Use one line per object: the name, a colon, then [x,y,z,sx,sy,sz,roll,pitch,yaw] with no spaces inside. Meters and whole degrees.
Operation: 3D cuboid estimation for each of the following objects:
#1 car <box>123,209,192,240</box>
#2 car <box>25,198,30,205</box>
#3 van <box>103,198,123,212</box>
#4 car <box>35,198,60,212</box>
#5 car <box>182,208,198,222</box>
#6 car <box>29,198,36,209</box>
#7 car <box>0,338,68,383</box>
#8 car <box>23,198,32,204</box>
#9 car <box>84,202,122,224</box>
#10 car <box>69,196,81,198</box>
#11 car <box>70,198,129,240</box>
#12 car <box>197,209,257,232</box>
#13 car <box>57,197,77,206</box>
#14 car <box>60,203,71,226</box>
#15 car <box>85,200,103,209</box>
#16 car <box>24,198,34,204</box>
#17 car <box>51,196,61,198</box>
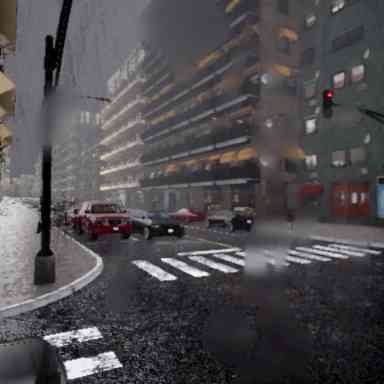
car: [-2.022,1.742,18.263,1.994,1.385,4.181,1,-1,-29]
car: [-34.733,2.008,71.550,1.887,1.381,4.507,2,-1,-29]
van: [-11.095,1.788,46.421,1.690,1.788,3.998,2,-1,-29]
car: [-18.434,1.849,42.367,1.947,1.339,4.313,2,-1,-29]
car: [-0.235,1.910,26.960,1.802,1.307,4.206,2,-1,-29]
car: [-23.867,1.908,52.094,1.947,1.339,4.313,2,-1,-29]
car: [-2.984,1.508,1.092,5.008,1.535,1.882,1,-1,-29]
car: [-40.167,2.106,81.277,1.802,1.307,4.206,2,-1,-29]
car: [-7.719,1.718,28.474,1.882,1.535,5.008,1,-1,-29]
car: [-24.675,1.912,70.741,2.192,1.841,5.009,2,-1,-29]
car: [-4.846,1.449,18.052,2.192,1.841,5.009,2,-1,-29]
car: [2.482,1.864,22.097,1.947,1.339,4.313,2,-1,-29]
car: [-17.391,1.856,45.938,1.837,1.490,4.892,1,-2,-29]
car: [-7.569,1.708,22.911,1.887,1.381,4.507,2,-1,-29]
car: [-16.532,2.051,56.144,1.887,1.381,4.507,2,-1,-29]
car: [-37.450,2.076,76.413,1.802,1.307,4.206,2,-1,-29]
car: [-35.274,1.989,84.172,2.097,1.767,4.553,1,-1,-29]
